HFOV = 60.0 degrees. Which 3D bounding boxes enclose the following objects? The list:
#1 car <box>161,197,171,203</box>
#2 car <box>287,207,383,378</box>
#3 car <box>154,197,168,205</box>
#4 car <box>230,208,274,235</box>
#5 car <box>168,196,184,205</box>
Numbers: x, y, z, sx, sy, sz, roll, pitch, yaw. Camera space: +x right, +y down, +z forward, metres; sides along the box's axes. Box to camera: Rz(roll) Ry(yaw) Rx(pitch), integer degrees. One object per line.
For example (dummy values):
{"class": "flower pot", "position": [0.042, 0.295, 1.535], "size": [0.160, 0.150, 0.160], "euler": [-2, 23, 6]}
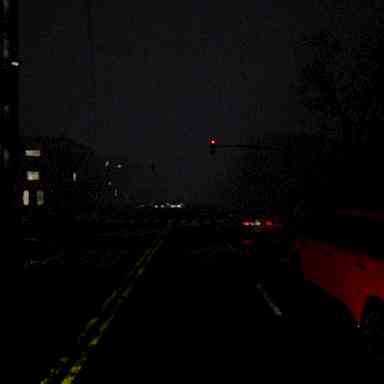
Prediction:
{"class": "car", "position": [-6.543, 2.060, 83.586], "size": [2.033, 1.411, 5.357], "euler": [0, 0, 0]}
{"class": "car", "position": [3.358, 1.259, 5.652], "size": [2.150, 2.045, 5.566], "euler": [0, 0, 0]}
{"class": "car", "position": [-6.510, 1.967, 67.747], "size": [2.033, 1.411, 5.357], "euler": [0, 0, 0]}
{"class": "car", "position": [3.371, 1.670, 19.503], "size": [2.033, 1.411, 5.357], "euler": [0, 0, 0]}
{"class": "car", "position": [-3.262, 1.981, 67.756], "size": [1.994, 1.385, 4.181], "euler": [0, 0, 0]}
